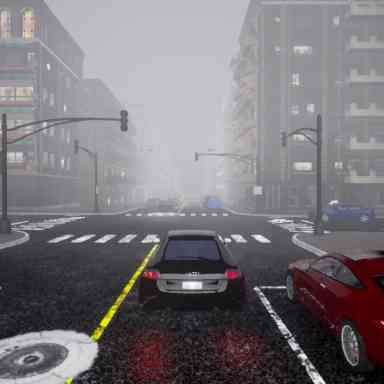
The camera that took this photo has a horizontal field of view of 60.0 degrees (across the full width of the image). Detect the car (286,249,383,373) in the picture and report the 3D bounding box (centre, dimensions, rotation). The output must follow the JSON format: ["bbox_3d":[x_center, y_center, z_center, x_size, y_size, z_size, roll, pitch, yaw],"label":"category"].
[{"bbox_3d":[2.793,1.582,5.353,1.802,1.307,4.206,0,0,0],"label":"car"}]

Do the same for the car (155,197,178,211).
[{"bbox_3d":[-3.093,1.638,40.920,1.895,1.301,4.718,0,0,0],"label":"car"}]

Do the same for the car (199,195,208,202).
[{"bbox_3d":[2.742,1.598,81.878,1.967,1.590,4.097,-1,0,0],"label":"car"}]

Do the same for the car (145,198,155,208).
[{"bbox_3d":[-5.834,1.635,48.803,1.802,1.307,4.206,-1,0,0],"label":"car"}]

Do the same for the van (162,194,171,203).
[{"bbox_3d":[-5.833,1.479,76.418,1.690,1.788,3.998,-1,0,0],"label":"van"}]

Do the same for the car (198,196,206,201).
[{"bbox_3d":[2.768,1.770,92.923,1.947,1.339,4.313,-1,0,0],"label":"car"}]

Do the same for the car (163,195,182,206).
[{"bbox_3d":[-3.084,1.612,53.458,2.033,1.411,5.357,0,0,0],"label":"car"}]

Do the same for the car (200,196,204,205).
[{"bbox_3d":[2.729,1.368,48.752,2.192,1.841,5.009,-1,0,0],"label":"car"}]

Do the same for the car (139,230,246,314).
[{"bbox_3d":[0.003,1.564,7.691,1.994,1.385,4.181,0,0,0],"label":"car"}]

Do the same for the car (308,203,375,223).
[{"bbox_3d":[11.735,1.612,26.268,5.008,1.535,1.882,1,0,0],"label":"car"}]

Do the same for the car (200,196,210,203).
[{"bbox_3d":[2.694,1.663,70.835,1.887,1.381,4.507,-1,0,0],"label":"car"}]

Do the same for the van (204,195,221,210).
[{"bbox_3d":[2.818,1.382,43.255,1.690,1.788,3.998,-1,0,0],"label":"van"}]
